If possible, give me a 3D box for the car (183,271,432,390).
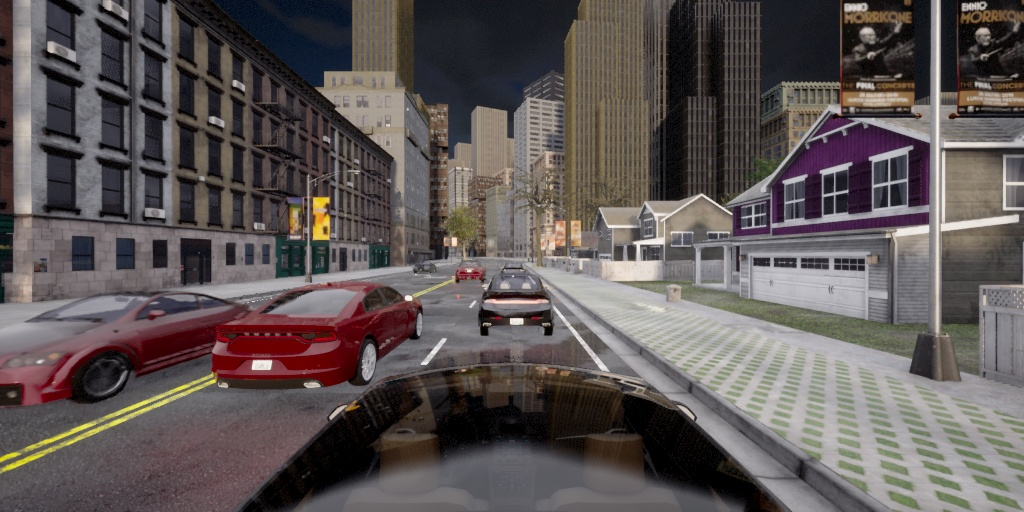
[{"bbox_3d":[-3.148,1.227,7.006,1.882,1.535,5.008,0,0,0],"label":"car"}]

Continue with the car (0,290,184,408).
[{"bbox_3d":[-6.596,1.313,6.198,1.994,1.385,4.181,0,0,0],"label":"car"}]

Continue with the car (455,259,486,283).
[{"bbox_3d":[-3.124,1.090,27.815,2.097,1.767,4.553,0,0,-2],"label":"car"}]

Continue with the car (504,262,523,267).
[{"bbox_3d":[0.116,1.229,27.800,2.128,1.511,4.902,0,0,0],"label":"car"}]

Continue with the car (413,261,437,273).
[{"bbox_3d":[-9.817,1.289,40.690,1.994,1.385,4.181,0,0,0],"label":"car"}]

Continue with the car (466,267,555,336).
[{"bbox_3d":[0.106,1.239,10.381,2.128,1.511,4.902,0,0,0],"label":"car"}]
